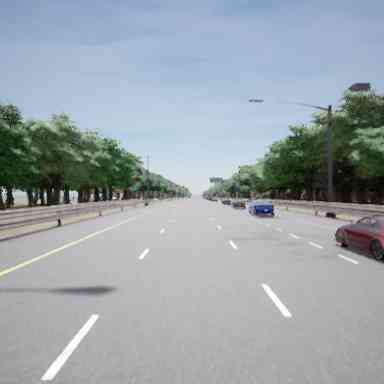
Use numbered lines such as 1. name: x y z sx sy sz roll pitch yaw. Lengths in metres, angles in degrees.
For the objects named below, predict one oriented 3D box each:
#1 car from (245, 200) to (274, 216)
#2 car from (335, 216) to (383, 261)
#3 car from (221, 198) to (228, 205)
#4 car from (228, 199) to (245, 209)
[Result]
1. car: 7.052 1.612 34.149 1.882 1.535 5.008 0 -1 0
2. car: 7.006 1.577 12.282 1.994 1.385 4.181 0 0 0
3. car: 7.252 2.076 71.076 1.812 1.442 4.674 0 -1 0
4. car: 7.127 1.818 51.450 1.812 1.442 4.674 0 -1 0
